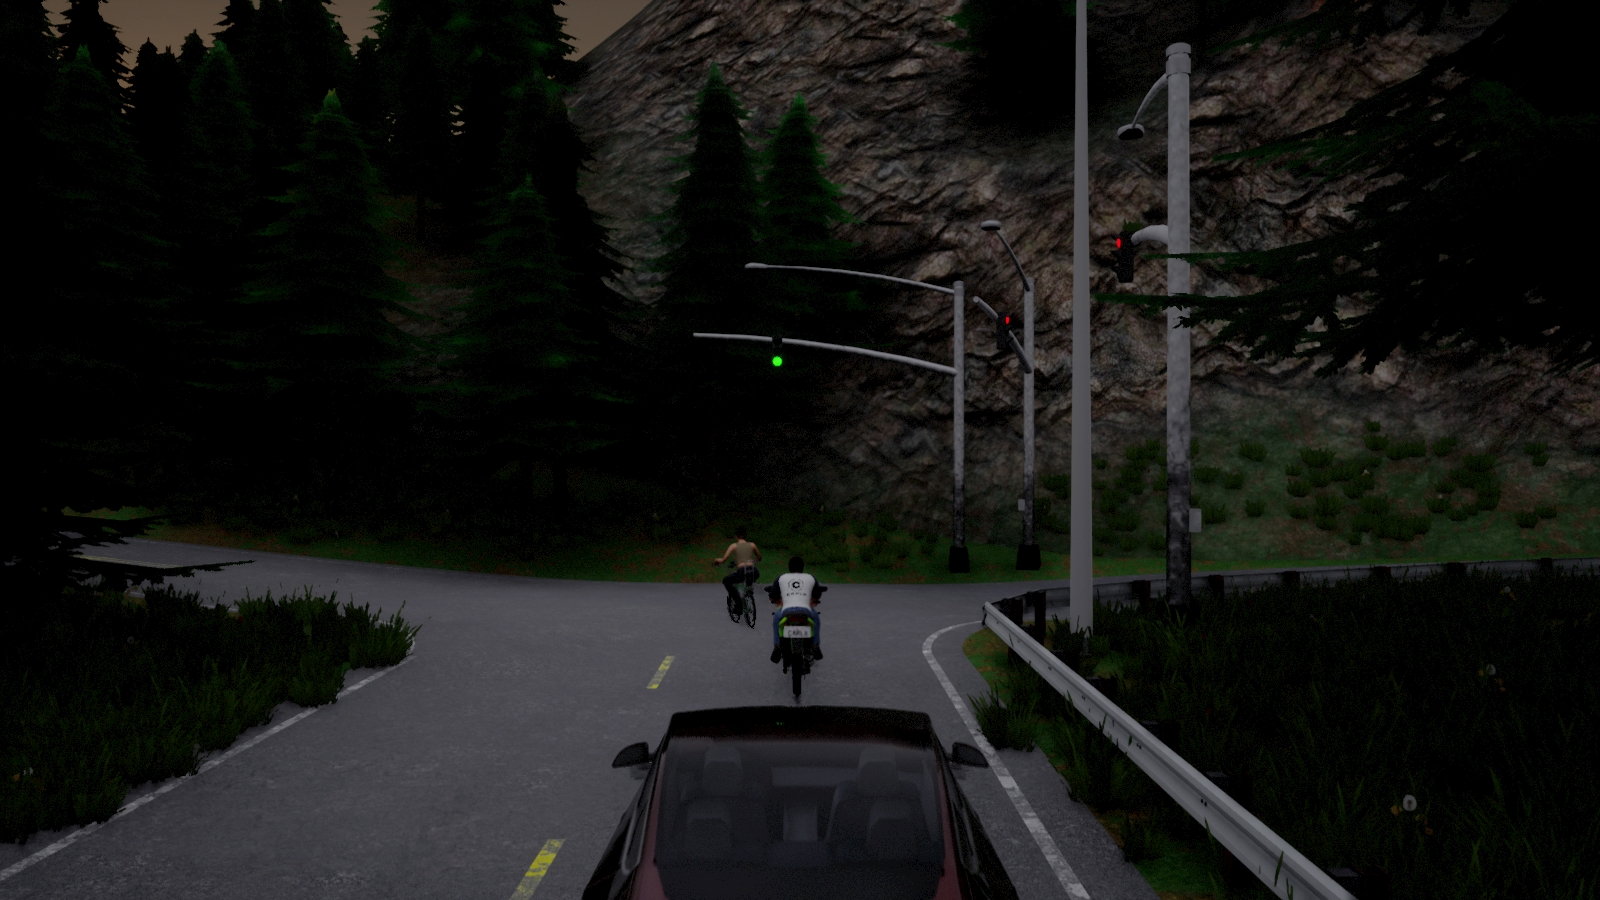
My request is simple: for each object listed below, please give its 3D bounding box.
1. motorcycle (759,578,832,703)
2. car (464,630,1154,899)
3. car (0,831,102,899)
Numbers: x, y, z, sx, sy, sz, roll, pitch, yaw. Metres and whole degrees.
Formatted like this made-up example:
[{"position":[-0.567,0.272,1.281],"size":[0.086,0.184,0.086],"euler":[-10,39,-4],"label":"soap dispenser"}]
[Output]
[{"position":[-0.064,2.211,13.604],"size":[0.803,1.145,2.033],"euler":[0,0,-1],"label":"motorcycle"},{"position":[0.031,2.062,5.976],"size":[2.163,1.488,4.792],"euler":[0,0,0],"label":"car"},{"position":[-3.484,2.062,1.547],"size":[2.163,1.488,4.792],"euler":[0,0,0],"label":"car"}]
